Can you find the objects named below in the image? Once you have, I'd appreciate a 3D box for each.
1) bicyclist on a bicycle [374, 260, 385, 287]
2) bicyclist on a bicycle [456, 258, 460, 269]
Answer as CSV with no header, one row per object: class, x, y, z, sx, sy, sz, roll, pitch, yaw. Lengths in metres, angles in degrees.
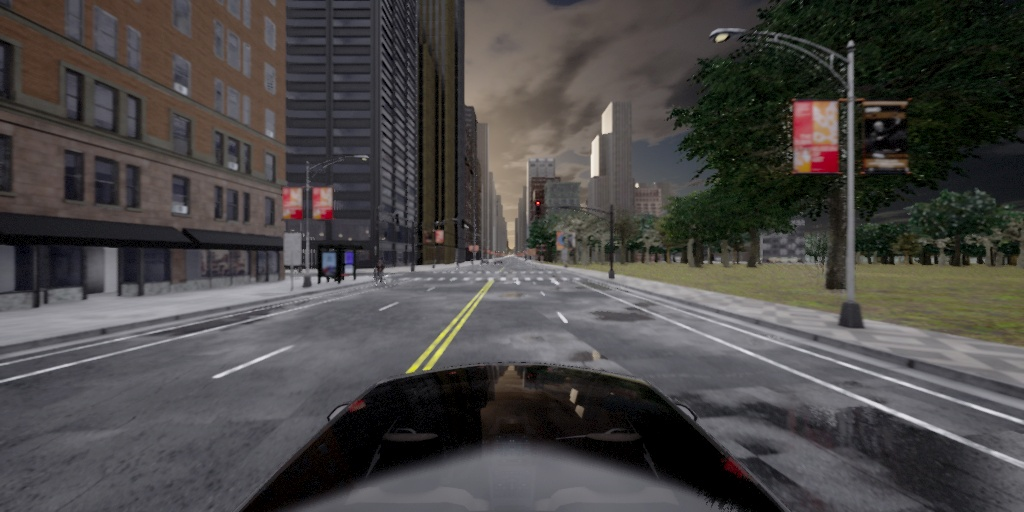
bicyclist on a bicycle,-8.741,1.113,23.568,0.659,1.776,1.843,0,0,0
bicyclist on a bicycle,-8.731,1.243,57.794,0.659,1.776,1.843,0,-1,0
